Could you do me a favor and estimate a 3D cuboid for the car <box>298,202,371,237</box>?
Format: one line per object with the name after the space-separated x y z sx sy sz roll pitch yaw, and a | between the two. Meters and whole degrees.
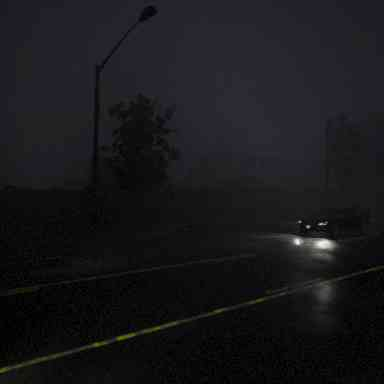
7.833 1.492 18.179 4.892 1.490 1.837 0 0 -36 | car
